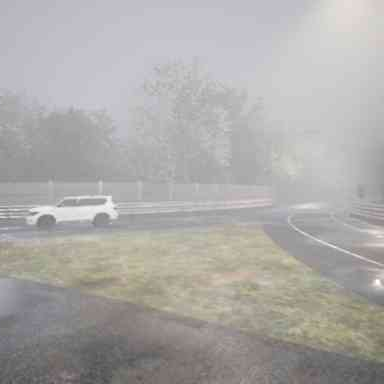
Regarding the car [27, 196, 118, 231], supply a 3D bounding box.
[{"bbox_3d":[-7.631,1.280,21.568,5.566,2.045,2.150,-1,0,-27],"label":"car"}]
